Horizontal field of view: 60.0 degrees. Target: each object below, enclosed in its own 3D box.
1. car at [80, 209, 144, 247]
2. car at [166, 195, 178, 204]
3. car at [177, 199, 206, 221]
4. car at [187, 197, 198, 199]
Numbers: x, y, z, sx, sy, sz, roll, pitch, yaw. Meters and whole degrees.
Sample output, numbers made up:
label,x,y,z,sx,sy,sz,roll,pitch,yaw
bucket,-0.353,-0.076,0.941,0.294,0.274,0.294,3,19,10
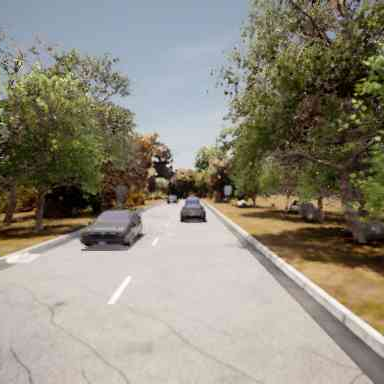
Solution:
label,x,y,z,sx,sy,sz,roll,pitch,yaw
car,-3.359,1.510,15.063,2.033,1.411,5.357,0,0,0
car,-3.339,1.309,57.061,2.128,1.511,4.902,0,0,0
car,0.084,1.494,26.145,1.994,1.385,4.181,0,0,0
car,0.073,1.353,42.727,1.882,1.535,5.008,0,0,0
